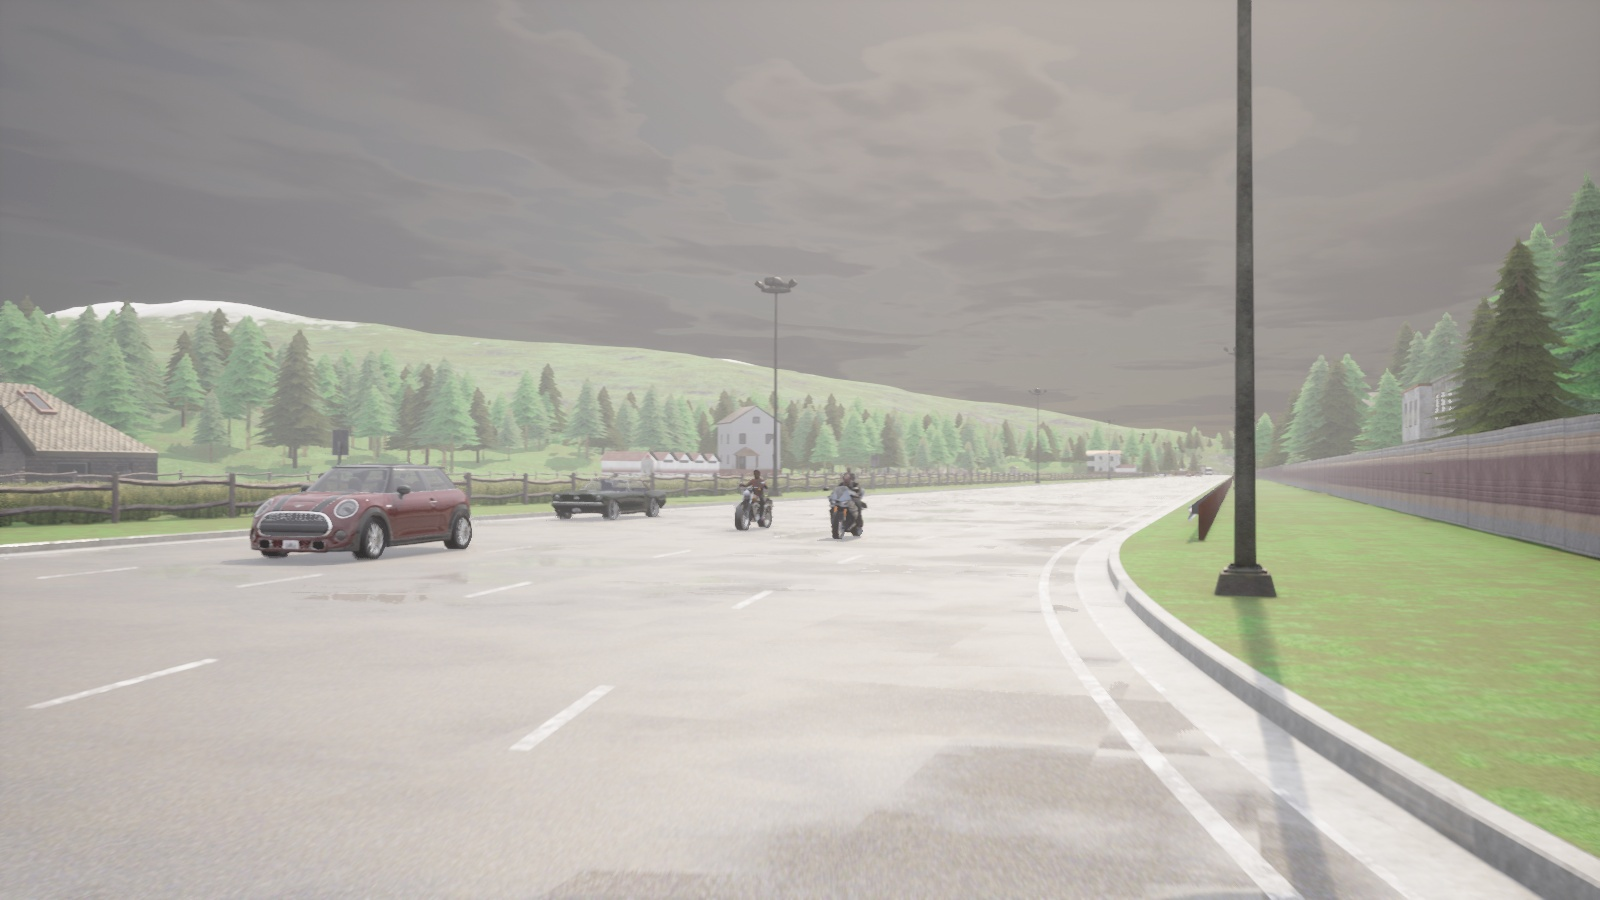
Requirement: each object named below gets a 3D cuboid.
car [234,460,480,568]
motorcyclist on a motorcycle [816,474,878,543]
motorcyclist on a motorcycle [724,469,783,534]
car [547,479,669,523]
[{"bbox_3d":[-7.904,1.087,22.957,2.097,1.767,4.553,0,-1,14],"label":"car"},{"bbox_3d":[1.118,1.336,29.289,0.866,1.530,2.191,0,-1,18],"label":"motorcyclist on a motorcycle"},{"bbox_3d":[-1.220,1.328,33.350,0.766,1.649,2.350,0,-1,19],"label":"motorcyclist on a motorcycle"},{"bbox_3d":[-6.114,1.617,40.582,1.895,1.301,4.718,-1,-1,19],"label":"car"}]
